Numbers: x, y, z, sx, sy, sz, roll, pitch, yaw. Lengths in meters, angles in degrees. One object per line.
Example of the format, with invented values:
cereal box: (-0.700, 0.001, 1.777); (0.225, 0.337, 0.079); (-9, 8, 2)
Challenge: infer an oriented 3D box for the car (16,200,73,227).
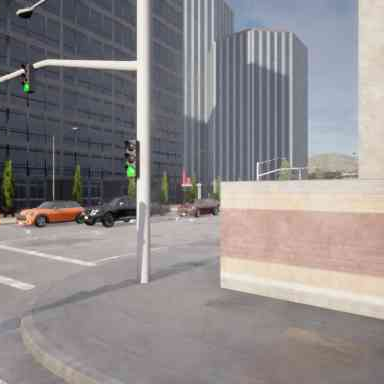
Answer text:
car: (-9.701, 1.407, 23.169); (2.097, 1.767, 4.553); (0, 0, 36)

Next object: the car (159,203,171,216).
car: (-4.175, 1.603, 30.864); (2.033, 1.411, 5.357); (0, 0, 36)

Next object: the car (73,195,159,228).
car: (-5.145, 1.277, 23.516); (2.150, 2.045, 5.566); (0, 0, 36)

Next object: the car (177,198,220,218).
car: (0.584, 1.407, 31.485); (2.097, 1.767, 4.553); (0, 0, 36)

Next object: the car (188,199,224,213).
car: (1.750, 1.560, 39.094); (1.837, 1.490, 4.892); (0, 0, 36)
